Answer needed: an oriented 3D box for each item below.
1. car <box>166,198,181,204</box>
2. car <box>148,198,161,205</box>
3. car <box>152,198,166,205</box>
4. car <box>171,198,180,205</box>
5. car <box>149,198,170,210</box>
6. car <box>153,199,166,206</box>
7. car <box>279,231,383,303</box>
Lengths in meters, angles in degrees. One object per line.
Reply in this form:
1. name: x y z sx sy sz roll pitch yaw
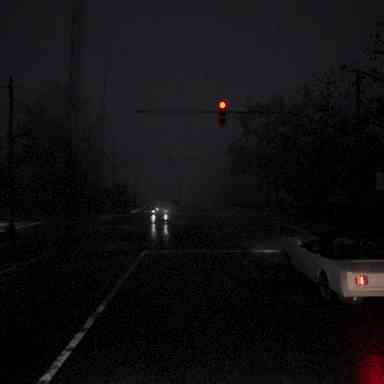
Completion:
1. car: -4.681 2.342 83.328 2.033 1.411 5.357 0 -1 -22
2. car: -8.105 2.091 71.658 1.837 1.490 4.892 0 -1 -16
3. car: -8.289 2.349 82.952 2.128 1.511 4.902 0 -1 -25
4. car: -3.979 2.002 69.551 1.882 1.535 5.008 0 -2 -13
5. car: -4.086 1.575 42.762 1.812 1.442 4.674 0 -1 -3
6. car: -6.071 1.931 61.665 1.994 1.385 4.181 0 -1 -10
7. car: 3.587 1.597 8.152 1.895 1.301 4.718 0 0 0
